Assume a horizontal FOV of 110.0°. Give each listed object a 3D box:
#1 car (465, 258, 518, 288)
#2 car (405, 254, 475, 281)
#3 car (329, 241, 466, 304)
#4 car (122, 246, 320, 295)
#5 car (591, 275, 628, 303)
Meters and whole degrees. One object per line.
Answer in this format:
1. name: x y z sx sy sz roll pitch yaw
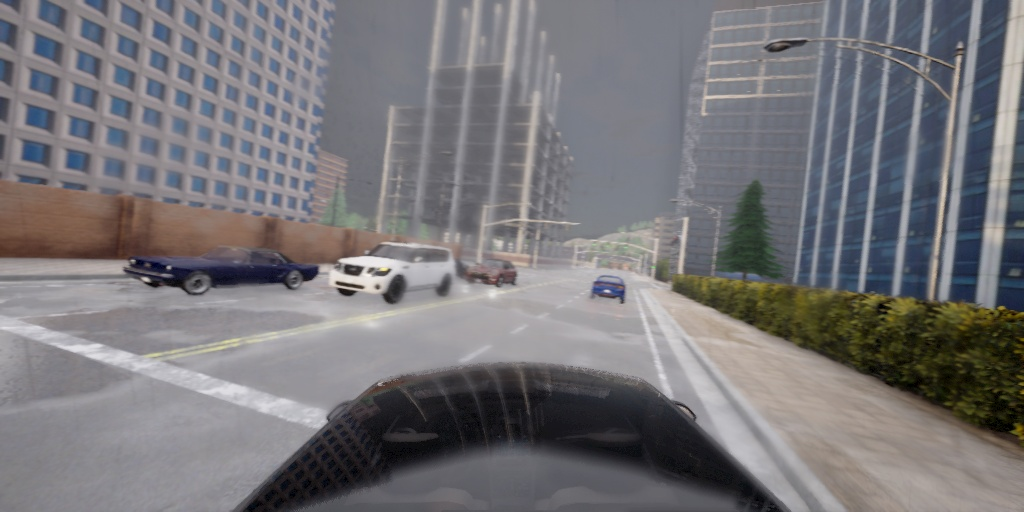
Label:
1. car: -1.143 0.951 22.747 2.097 1.767 4.553 7 0 18
2. car: -4.521 0.760 23.694 2.033 1.411 5.357 7 0 18
3. car: -4.092 0.492 13.572 2.150 2.045 5.566 7 0 18
4. car: -8.563 0.366 11.159 1.895 1.301 4.718 7 0 18
5. car: 6.087 1.950 22.300 1.882 1.535 5.008 7 -1 18
